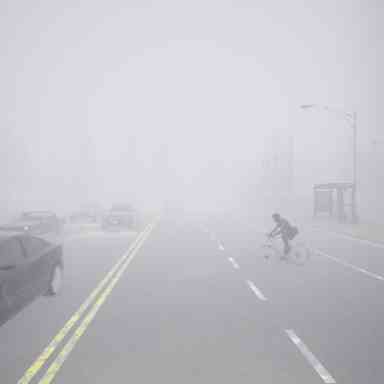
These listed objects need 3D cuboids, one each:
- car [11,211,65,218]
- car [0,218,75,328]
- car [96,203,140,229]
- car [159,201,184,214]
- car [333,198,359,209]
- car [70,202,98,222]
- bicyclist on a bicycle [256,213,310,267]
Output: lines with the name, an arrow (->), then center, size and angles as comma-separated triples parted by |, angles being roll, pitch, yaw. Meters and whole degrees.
car -> -7.787, 1.601, 16.091 | 1.895, 1.301, 4.718 | 0, 0, -3
car -> -3.804, 1.477, 5.749 | 1.882, 1.535, 5.008 | 0, 0, -3
car -> -4.501, 1.503, 21.478 | 1.837, 1.490, 4.892 | 0, 0, -2
car -> -2.255, 1.593, 35.067 | 1.895, 1.301, 4.718 | 0, 0, -14
car -> 17.652, 1.436, 40.280 | 4.902, 1.511, 2.128 | 0, 0, -2
car -> -8.196, 1.526, 26.522 | 1.812, 1.442, 4.674 | 0, 0, -3
bicyclist on a bicycle -> 2.723, 1.454, 10.022 | 1.656, 1.620, 0.582 | -2, 0, -3
